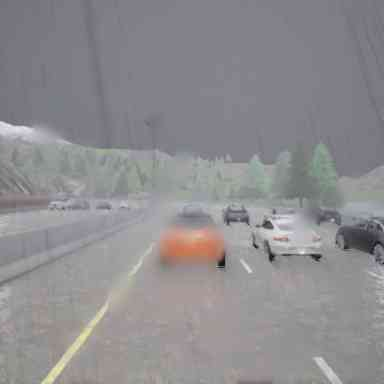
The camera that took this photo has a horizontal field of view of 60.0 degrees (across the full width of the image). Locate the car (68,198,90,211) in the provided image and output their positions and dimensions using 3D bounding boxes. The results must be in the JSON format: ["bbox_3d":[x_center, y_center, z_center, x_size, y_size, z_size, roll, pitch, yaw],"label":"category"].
[{"bbox_3d":[-18.127,2.108,54.299,2.097,1.767,4.553,0,-1,-4],"label":"car"}]

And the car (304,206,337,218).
[{"bbox_3d":[10.545,1.888,27.321,1.837,1.490,4.892,0,0,1],"label":"car"}]

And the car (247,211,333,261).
[{"bbox_3d":[3.550,1.707,12.971,1.812,1.442,4.674,0,-1,1],"label":"car"}]

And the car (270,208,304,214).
[{"bbox_3d":[7.039,1.973,26.669,1.895,1.301,4.718,0,-1,1],"label":"car"}]

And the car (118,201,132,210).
[{"bbox_3d":[-11.186,2.300,55.571,1.812,1.442,4.674,0,-1,-4],"label":"car"}]

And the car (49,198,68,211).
[{"bbox_3d":[-21.630,1.982,54.699,2.150,2.045,5.566,0,-1,-4],"label":"car"}]

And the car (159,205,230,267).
[{"bbox_3d":[0.043,1.523,12.197,2.097,1.767,4.553,0,-1,1],"label":"car"}]

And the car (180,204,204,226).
[{"bbox_3d":[0.055,1.875,28.476,1.882,1.535,5.008,0,0,1],"label":"car"}]

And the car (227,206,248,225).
[{"bbox_3d":[3.544,1.873,27.282,2.128,1.511,4.902,0,-1,1],"label":"car"}]

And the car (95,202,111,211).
[{"bbox_3d":[-14.665,2.332,55.189,1.994,1.385,4.181,0,-1,-4],"label":"car"}]

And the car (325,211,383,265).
[{"bbox_3d":[7.043,1.664,12.280,2.128,1.511,4.902,0,-1,1],"label":"car"}]
